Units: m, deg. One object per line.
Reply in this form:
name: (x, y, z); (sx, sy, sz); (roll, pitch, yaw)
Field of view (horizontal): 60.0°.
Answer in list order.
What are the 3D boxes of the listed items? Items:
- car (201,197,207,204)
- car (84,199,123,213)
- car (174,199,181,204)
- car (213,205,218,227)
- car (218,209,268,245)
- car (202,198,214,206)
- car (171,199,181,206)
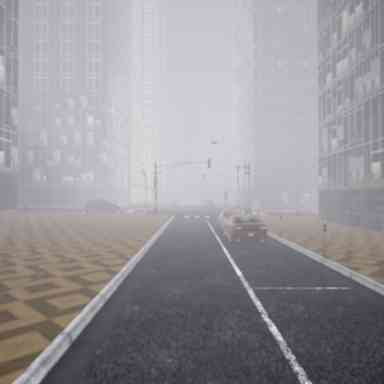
car: (3.692, 2.473, 95.441); (2.192, 1.841, 5.009); (0, -1, 0)
car: (-10.847, 1.645, 41.064); (4.553, 1.767, 2.097); (1, -1, -3)
car: (-4.188, 2.722, 95.394); (1.947, 1.339, 4.313); (0, -1, 0)
car: (2.564, 1.800, 22.401); (1.752, 1.417, 4.829); (0, -1, 0)
car: (2.564, 1.750, 16.680); (1.887, 1.381, 4.507); (0, -1, 0)
car: (3.865, 2.471, 73.331); (1.947, 1.339, 4.313); (0, -1, 0)
car: (-4.095, 2.550, 78.812); (1.802, 1.307, 4.206); (0, -1, 0)
